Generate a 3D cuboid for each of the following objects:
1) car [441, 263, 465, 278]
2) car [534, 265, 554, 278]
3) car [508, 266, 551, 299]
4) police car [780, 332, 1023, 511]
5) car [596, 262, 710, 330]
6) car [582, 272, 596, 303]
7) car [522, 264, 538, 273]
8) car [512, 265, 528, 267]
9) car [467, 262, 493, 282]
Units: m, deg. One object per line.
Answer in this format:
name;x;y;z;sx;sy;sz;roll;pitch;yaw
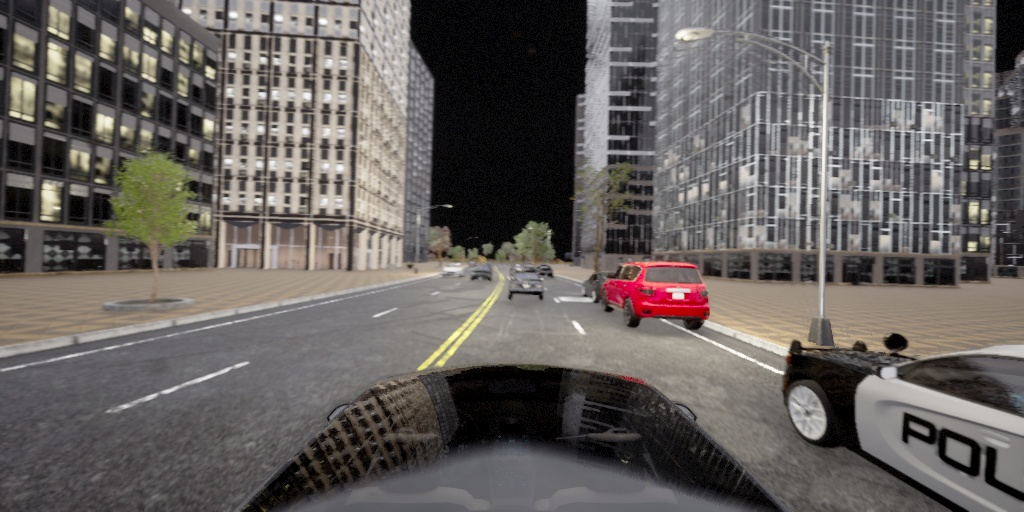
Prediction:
car;-6.044;1.478;37.227;1.812;1.442;4.674;2;-1;-2
car;3.714;1.801;42.185;1.837;1.490;4.892;2;0;-2
car;0.731;1.509;19.697;2.033;1.411;5.357;2;-1;1
police car;4.170;1.306;2.523;1.930;1.638;5.238;2;-1;4
car;4.696;1.228;12.590;2.150;2.045;5.566;2;-1;2
car;4.871;1.577;18.648;1.837;1.490;4.892;2;-1;1
car;2.810;2.043;57.639;1.895;1.301;4.718;2;-1;-5
car;0.571;1.725;40.055;2.033;1.411;5.357;2;-1;-2
car;-2.681;1.549;32.672;2.033;1.411;5.357;2;-1;-1
